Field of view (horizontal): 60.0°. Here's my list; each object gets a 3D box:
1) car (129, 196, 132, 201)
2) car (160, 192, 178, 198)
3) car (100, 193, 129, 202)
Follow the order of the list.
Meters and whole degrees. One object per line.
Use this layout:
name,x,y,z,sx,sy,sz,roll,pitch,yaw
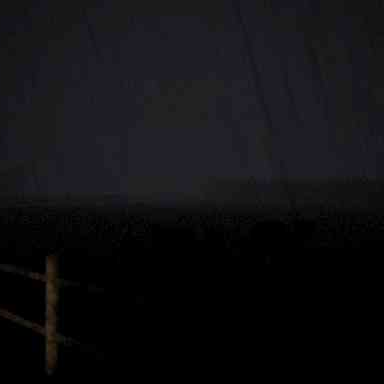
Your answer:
car,-13.532,0.961,62.913,1.882,1.535,5.008,0,0,35
car,-4.810,0.757,70.680,1.837,1.490,4.892,0,0,35
car,-13.746,1.014,57.688,1.837,1.490,4.892,0,0,35
